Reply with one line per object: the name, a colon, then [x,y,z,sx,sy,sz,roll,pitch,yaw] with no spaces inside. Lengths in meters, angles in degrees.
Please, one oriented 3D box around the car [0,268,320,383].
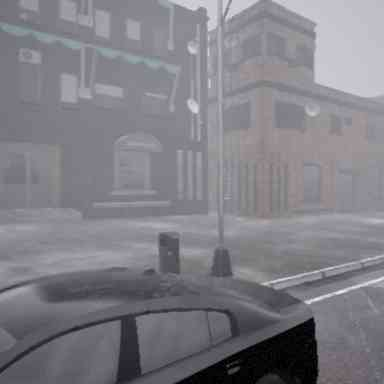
car: [-1.068,1.477,2.618,5.008,1.535,1.882,0,0,-36]
